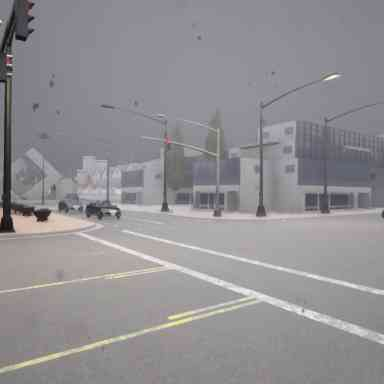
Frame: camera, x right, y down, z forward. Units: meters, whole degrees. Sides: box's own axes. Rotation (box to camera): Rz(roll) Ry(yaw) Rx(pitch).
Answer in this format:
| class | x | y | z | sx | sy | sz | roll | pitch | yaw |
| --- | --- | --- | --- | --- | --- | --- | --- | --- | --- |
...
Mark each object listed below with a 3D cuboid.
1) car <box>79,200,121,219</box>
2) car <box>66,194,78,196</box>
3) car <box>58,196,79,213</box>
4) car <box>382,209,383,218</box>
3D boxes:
| class | x | y | z | sx | sy | sz | roll | pitch | yaw |
| --- | --- | --- | --- | --- | --- | --- | --- | --- | --- |
| car | -7.771 | 1.501 | 28.881 | 2.128 | 1.511 | 4.902 | 1 | 0 | -35 |
| car | -19.812 | 1.272 | 54.831 | 2.150 | 2.045 | 5.566 | 1 | 0 | -21 |
| car | -13.672 | 1.499 | 37.356 | 2.128 | 1.511 | 4.902 | 1 | 0 | -35 |
| car | 19.322 | 1.751 | 30.702 | 4.181 | 1.385 | 1.994 | 0 | 0 | -36 |
